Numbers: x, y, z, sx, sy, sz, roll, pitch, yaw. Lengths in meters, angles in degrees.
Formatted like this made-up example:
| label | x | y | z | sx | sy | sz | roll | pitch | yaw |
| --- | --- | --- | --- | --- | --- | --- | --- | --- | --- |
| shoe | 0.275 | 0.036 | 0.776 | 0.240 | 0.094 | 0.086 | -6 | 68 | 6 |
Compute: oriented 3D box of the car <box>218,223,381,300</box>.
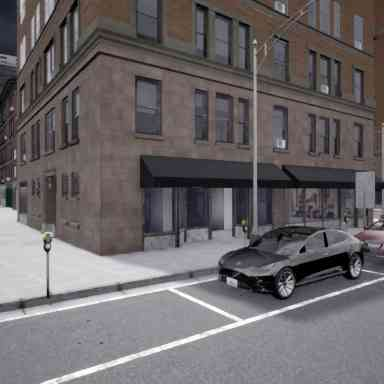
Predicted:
| label | x | y | z | sx | sy | sz | roll | pitch | yaw |
| --- | --- | --- | --- | --- | --- | --- | --- | --- | --- |
| car | 2.633 | 1.565 | 8.404 | 4.313 | 1.339 | 1.947 | 0 | 0 | -35 |

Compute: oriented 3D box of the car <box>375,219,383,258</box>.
| label | x | y | z | sx | sy | sz | roll | pitch | yaw |
| --- | --- | --- | --- | --- | --- | --- | --- | --- | --- |
| car | 7.115 | 1.582 | 11.594 | 4.206 | 1.307 | 1.802 | 0 | 0 | -35 |
